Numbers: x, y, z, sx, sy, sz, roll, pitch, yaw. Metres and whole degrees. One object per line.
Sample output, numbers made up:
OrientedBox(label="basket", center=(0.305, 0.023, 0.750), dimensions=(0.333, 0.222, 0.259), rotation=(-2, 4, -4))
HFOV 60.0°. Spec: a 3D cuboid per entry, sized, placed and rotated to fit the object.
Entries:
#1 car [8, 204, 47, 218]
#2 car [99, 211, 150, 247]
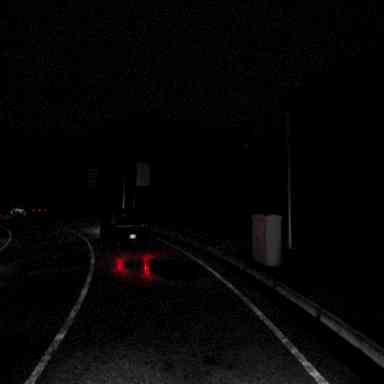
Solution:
OrientedBox(label="car", center=(-17.287, 1.911, 34.893), dimensions=(5.357, 1.411, 2.033), rotation=(0, -1, 38))
OrientedBox(label="car", center=(-3.379, 1.676, 16.269), dimensions=(2.128, 1.511, 4.902), rotation=(0, -1, -21))
